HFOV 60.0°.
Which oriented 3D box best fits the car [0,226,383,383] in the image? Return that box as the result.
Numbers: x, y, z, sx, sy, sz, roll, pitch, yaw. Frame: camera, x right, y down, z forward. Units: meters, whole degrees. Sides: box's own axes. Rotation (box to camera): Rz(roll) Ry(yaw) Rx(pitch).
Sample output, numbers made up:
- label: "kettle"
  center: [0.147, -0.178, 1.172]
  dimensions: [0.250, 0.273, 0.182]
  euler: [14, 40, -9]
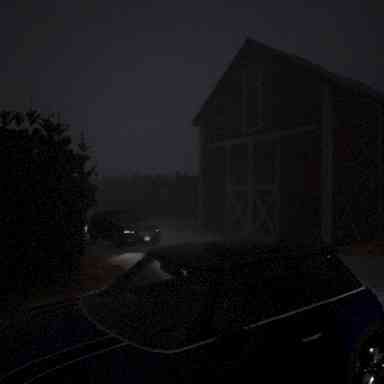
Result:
- label: "car"
  center: [0.076, 1.377, 3.523]
  dimensions: [4.553, 1.767, 2.097]
  euler: [1, -1, -35]

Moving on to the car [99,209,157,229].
- label: "car"
  center: [-3.183, 1.564, 15.078]
  dimensions: [2.128, 1.511, 4.902]
  euler: [1, -1, -36]
